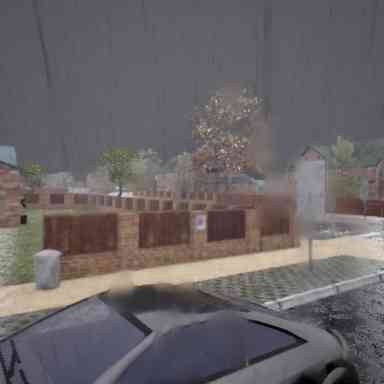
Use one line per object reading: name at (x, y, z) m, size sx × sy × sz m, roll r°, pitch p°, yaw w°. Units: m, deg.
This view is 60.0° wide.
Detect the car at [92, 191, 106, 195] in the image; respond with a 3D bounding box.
car at (-16.770, 0.511, 59.944) m, size 2.128 × 1.511 × 4.902 m, roll -1°, pitch 2°, yaw -33°

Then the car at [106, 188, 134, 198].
car at (-10.944, 0.429, 51.508) m, size 2.150 × 2.045 × 5.566 m, roll -1°, pitch 2°, yaw -34°

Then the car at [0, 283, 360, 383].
car at (-0.492, 1.573, 2.687) m, size 4.181 × 1.385 × 1.994 m, roll 1°, pitch 0°, yaw -35°
